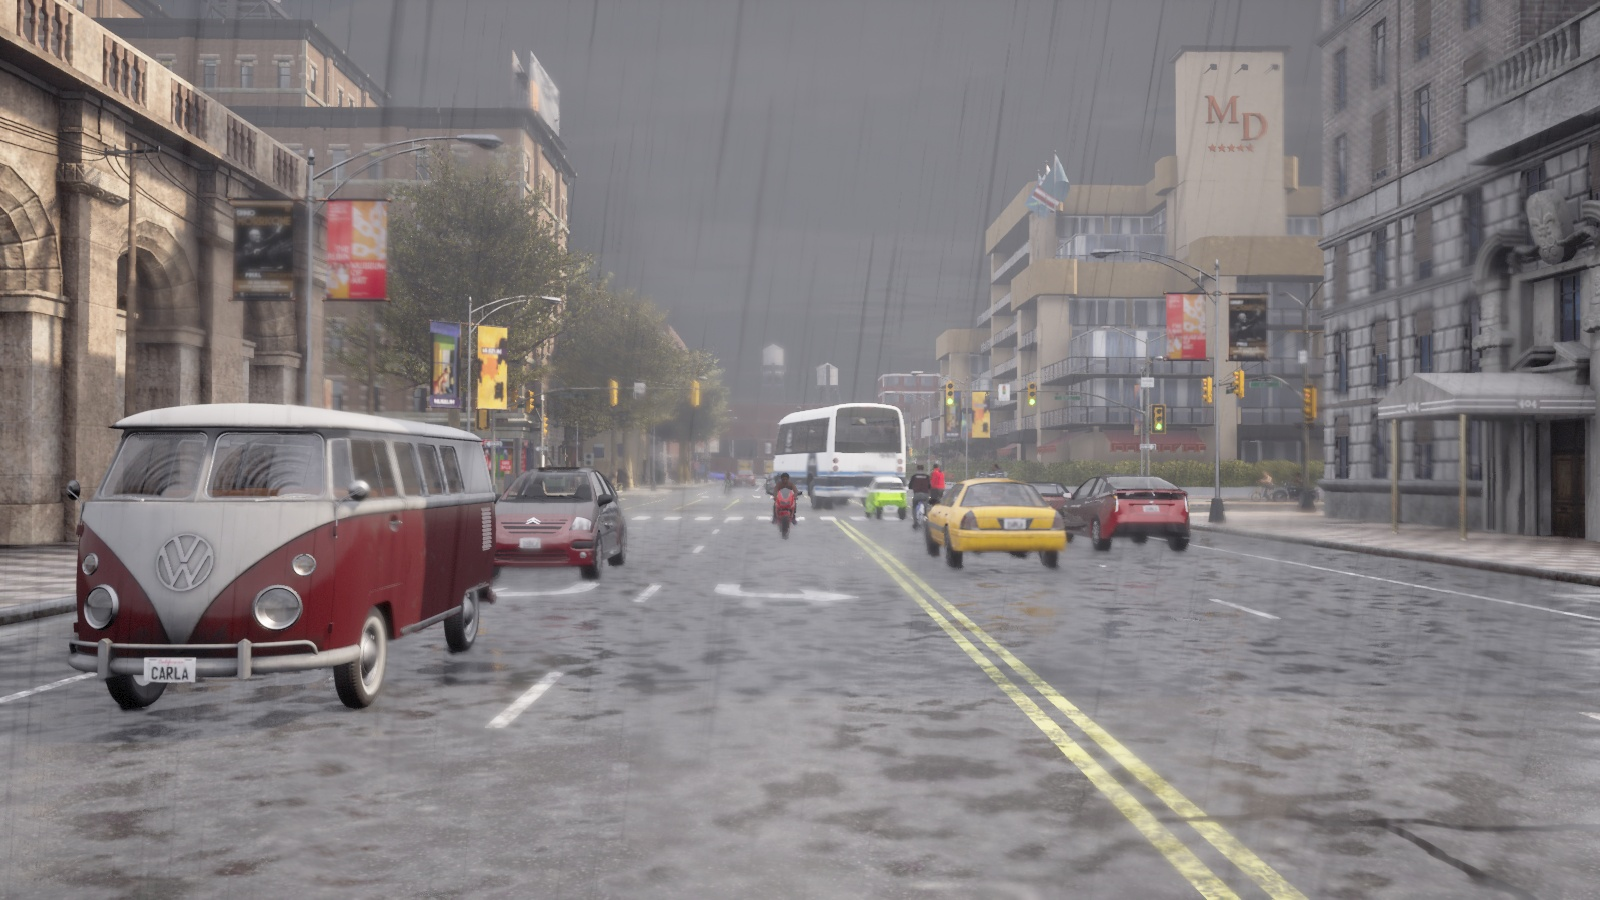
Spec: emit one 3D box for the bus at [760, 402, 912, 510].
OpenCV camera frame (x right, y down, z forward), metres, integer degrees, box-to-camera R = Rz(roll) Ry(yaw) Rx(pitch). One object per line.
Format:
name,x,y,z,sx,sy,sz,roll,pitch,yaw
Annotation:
bus,1.297,0.351,54.793,3.944,4.253,10.273,0,-1,-15

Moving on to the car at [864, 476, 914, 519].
car,2.926,1.555,41.627,1.481,1.376,2.207,0,-1,-1

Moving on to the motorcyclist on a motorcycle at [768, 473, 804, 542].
motorcyclist on a motorcycle,-0.329,1.279,28.722,0.797,1.523,2.044,0,-1,-1

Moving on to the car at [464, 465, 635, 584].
car,-3.690,1.049,19.162,1.851,1.617,3.988,0,-1,-1

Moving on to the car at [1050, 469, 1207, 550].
car,6.719,1.174,26.231,2.007,1.525,4.514,0,-1,-1

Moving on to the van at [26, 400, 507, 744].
van,-3.607,0.741,9.502,1.775,1.987,4.442,0,-1,-1

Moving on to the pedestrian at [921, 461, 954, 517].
pedestrian,4.554,1.279,41.606,0.634,1.844,0.899,1,-1,-42

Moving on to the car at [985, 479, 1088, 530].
car,6.547,1.479,35.251,1.895,1.301,4.718,0,-1,-1

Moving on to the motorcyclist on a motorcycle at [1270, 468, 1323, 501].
motorcyclist on a motorcycle,24.891,1.721,62.998,2.350,1.649,0.766,0,-1,-1

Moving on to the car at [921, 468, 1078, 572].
car,3.286,1.105,21.747,1.801,1.575,5.366,0,-1,-1
